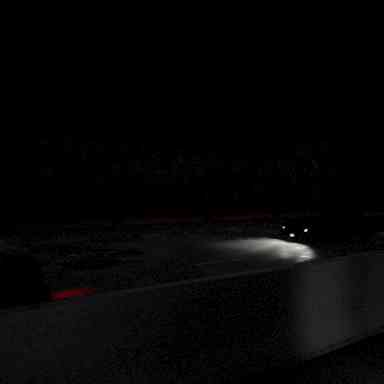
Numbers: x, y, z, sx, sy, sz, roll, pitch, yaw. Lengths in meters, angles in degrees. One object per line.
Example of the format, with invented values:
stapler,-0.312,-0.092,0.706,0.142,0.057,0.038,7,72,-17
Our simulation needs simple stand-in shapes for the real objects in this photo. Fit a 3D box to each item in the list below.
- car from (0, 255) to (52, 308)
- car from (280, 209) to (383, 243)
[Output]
car,-4.937,1.525,4.689,5.357,1.411,2.033,0,0,-36
car,6.800,1.520,15.865,5.357,1.411,2.033,0,0,-27
